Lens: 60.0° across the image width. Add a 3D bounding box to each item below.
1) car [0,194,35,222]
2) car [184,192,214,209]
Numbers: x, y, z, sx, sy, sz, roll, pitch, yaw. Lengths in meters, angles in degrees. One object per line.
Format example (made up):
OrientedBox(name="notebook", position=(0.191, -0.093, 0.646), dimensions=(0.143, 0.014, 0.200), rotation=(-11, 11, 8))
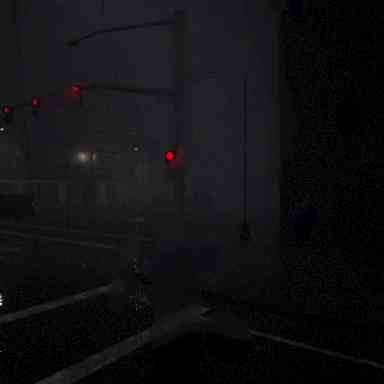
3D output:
OrientedBox(name="car", position=(-13.965, 1.180, 23.323), dimensions=(2.150, 2.045, 5.566), rotation=(0, 0, 35))
OrientedBox(name="car", position=(0.794, 1.079, 44.468), dimensions=(2.150, 2.045, 5.566), rotation=(0, 0, 35))
